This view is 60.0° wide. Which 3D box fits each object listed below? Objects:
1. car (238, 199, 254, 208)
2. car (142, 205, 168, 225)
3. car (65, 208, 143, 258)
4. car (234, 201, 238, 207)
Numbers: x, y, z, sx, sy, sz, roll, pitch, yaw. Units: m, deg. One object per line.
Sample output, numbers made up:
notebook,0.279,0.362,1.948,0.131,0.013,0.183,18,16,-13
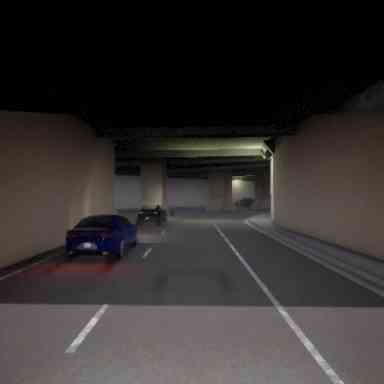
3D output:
car,11.516,2.181,61.519,4.892,1.490,1.837,0,-1,-29
car,-3.182,1.794,27.348,2.128,1.511,4.902,0,-1,4
car,-3.452,1.628,13.522,1.882,1.535,5.008,0,0,0
car,10.421,2.066,64.878,4.553,1.767,2.097,0,-1,-29
